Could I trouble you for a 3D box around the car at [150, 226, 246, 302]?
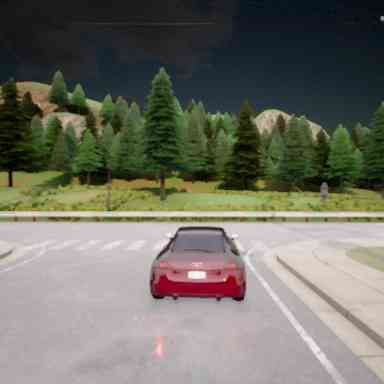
[{"bbox_3d":[0.226,1.529,8.279,1.994,1.385,4.181,0,0,4],"label":"car"}]
